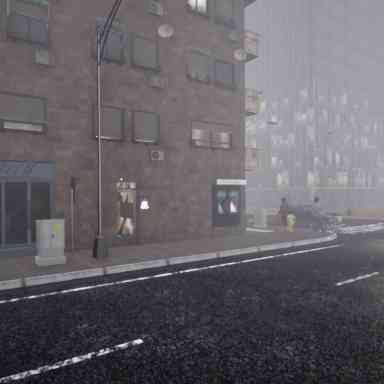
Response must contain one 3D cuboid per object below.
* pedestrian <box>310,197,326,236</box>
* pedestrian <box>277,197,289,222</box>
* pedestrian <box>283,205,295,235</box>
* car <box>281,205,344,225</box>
[{"bbox_3d":[6.182,1.152,16.251,0.375,1.860,0.375,-1,0,-35],"label":"pedestrian"},{"bbox_3d":[4.775,1.148,17.084,0.375,1.860,0.375,-1,0,-35],"label":"pedestrian"},{"bbox_3d":[4.774,1.420,16.013,0.375,1.300,0.375,-1,0,-35],"label":"pedestrian"},{"bbox_3d":[9.012,1.723,25.312,2.128,1.511,4.902,-1,-1,-33],"label":"car"}]
